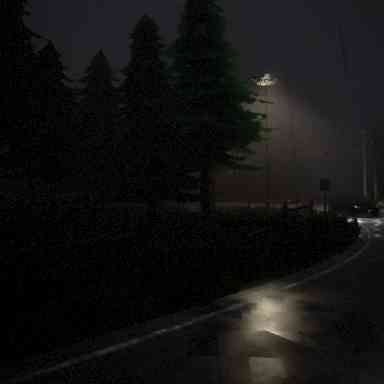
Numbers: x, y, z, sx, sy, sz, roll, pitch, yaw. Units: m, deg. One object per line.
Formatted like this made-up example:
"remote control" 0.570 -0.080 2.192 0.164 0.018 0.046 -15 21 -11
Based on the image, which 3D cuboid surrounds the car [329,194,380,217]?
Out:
"car" 11.349 0.903 23.646 1.812 1.442 4.674 -1 1 -1
